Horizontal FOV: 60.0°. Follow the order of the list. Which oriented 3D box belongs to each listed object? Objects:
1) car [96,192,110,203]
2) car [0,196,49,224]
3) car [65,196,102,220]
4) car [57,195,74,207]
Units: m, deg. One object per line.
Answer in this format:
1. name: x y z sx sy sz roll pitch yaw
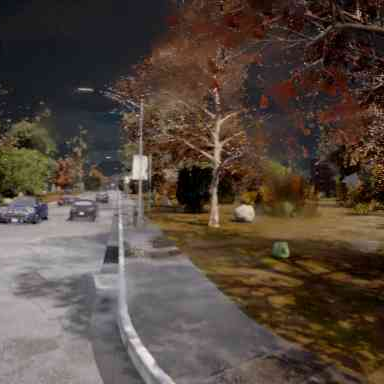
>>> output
1. car: -13.777 0.812 51.040 2.128 1.511 4.902 1 1 -12
2. car: -10.866 1.060 21.720 2.097 1.767 4.553 1 0 -12
3. car: -8.106 1.287 25.187 1.812 1.442 4.674 1 0 -12
4. car: -14.813 1.005 39.933 1.994 1.385 4.181 1 1 -12
